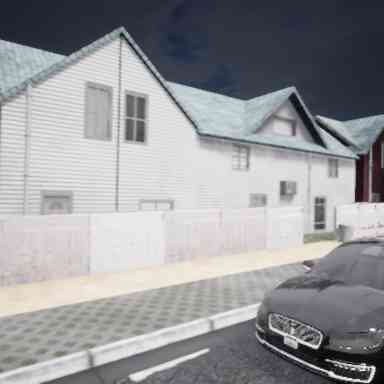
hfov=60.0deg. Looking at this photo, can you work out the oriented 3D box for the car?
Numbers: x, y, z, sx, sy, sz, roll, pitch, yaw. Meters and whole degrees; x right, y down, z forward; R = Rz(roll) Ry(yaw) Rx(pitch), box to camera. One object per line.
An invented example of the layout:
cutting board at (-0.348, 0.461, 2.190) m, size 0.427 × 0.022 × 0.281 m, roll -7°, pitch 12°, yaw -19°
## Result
car at (3.138, 1.532, 5.306) m, size 4.892 × 1.490 × 1.837 m, roll 0°, pitch 0°, yaw -35°
